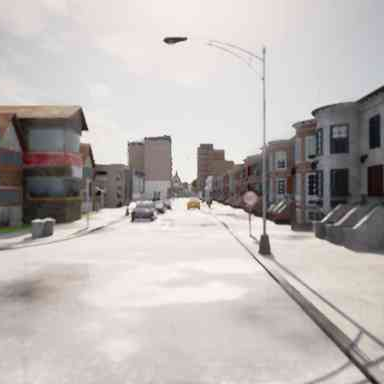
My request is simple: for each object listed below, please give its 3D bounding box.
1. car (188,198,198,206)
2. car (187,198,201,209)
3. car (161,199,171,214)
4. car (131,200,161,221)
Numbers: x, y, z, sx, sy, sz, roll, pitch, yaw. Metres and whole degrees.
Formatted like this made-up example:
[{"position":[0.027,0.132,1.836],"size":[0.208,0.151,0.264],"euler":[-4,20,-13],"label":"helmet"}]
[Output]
[{"position":[0.227,1.837,62.744],"size":[1.812,1.442,4.674],"euler":[0,0,0],"label":"car"},{"position":[0.249,1.720,48.712],"size":[1.882,1.535,5.008],"euler":[0,-1,0],"label":"car"},{"position":[-3.980,1.741,38.331],"size":[2.033,1.411,5.357],"euler":[0,0,0],"label":"car"},{"position":[-4.015,1.650,28.581],"size":[1.837,1.490,4.892],"euler":[0,0,0],"label":"car"}]
